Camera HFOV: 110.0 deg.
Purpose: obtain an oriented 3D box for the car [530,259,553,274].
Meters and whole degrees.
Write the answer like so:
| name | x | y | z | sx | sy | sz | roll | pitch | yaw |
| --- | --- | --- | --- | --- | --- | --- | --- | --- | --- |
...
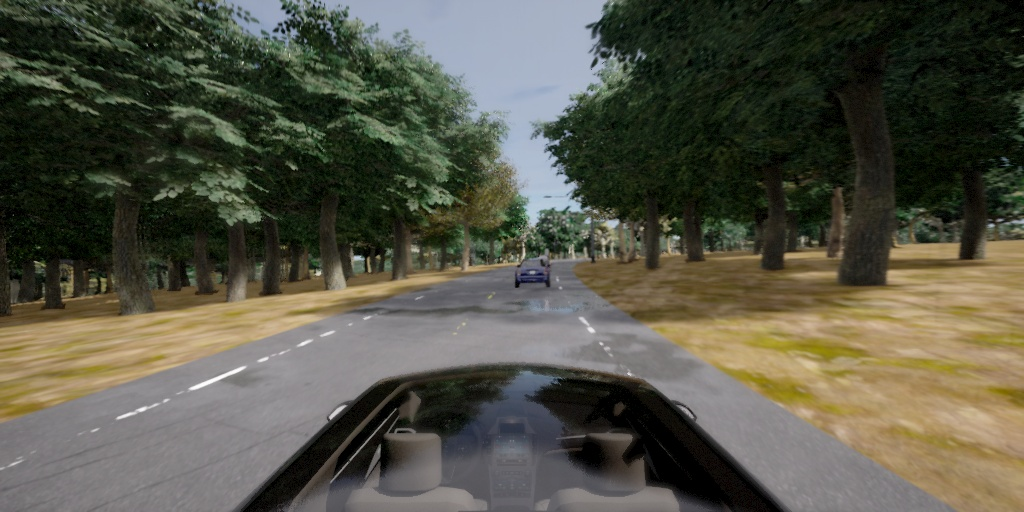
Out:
| name | x | y | z | sx | sy | sz | roll | pitch | yaw |
| --- | --- | --- | --- | --- | --- | --- | --- | --- | --- |
| car | 3.090 | 0.995 | 36.540 | 1.895 | 1.301 | 4.718 | -2 | 1 | 9 |

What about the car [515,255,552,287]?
| name | x | y | z | sx | sy | sz | roll | pitch | yaw |
| --- | --- | --- | --- | --- | --- | --- | --- | --- | --- |
| car | 1.367 | 0.921 | 22.700 | 2.097 | 1.767 | 4.553 | -2 | 0 | 6 |
